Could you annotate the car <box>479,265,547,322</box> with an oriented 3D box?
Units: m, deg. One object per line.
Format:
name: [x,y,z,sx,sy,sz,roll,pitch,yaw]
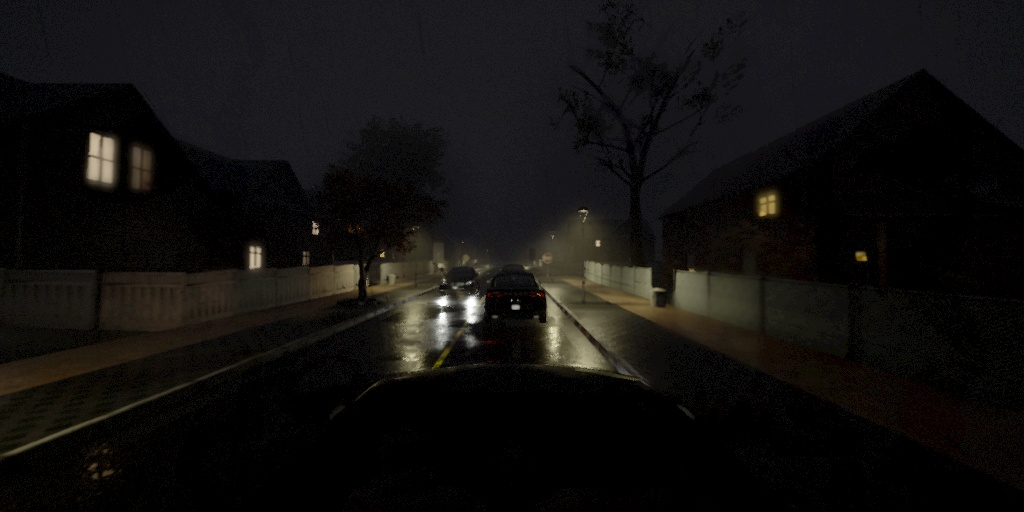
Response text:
car: [0.103,1.256,12.379,1.882,1.535,5.008,0,0,0]

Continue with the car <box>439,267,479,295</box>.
car: [-2.810,1.327,20.180,1.812,1.442,4.674,0,0,0]
